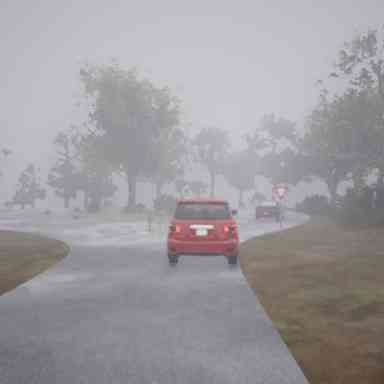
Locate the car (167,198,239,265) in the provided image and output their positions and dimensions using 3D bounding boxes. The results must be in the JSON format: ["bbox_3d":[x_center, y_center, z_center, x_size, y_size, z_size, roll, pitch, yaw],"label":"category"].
[{"bbox_3d":[0.460,1.218,11.930,2.150,2.045,5.566,0,0,4],"label":"car"}]

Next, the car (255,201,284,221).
[{"bbox_3d":[6.529,1.471,27.722,1.882,1.535,5.008,0,0,21],"label":"car"}]
